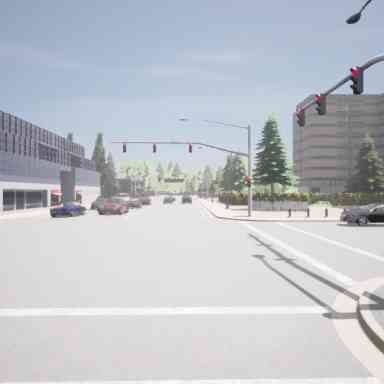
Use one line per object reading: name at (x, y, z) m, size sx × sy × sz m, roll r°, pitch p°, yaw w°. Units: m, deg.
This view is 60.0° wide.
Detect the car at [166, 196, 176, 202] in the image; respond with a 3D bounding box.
car at (-4.723, 1.509, 75.330) m, size 1.895 × 1.301 × 4.718 m, roll 0°, pitch 0°, yaw -1°

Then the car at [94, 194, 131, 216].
car at (-7.716, 1.352, 32.744) m, size 2.097 × 1.767 × 4.553 m, roll 0°, pitch 0°, yaw -1°

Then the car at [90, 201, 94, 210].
car at (-11.354, 1.507, 41.912) m, size 1.837 × 1.490 × 4.892 m, roll 0°, pitch -1°, yaw -1°

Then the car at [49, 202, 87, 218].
car at (-11.172, 1.601, 30.181) m, size 1.895 × 1.301 × 4.718 m, roll 0°, pitch 0°, yaw -1°

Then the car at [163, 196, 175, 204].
car at (-4.577, 1.547, 64.694) m, size 2.033 × 1.411 × 5.357 m, roll 0°, pitch 0°, yaw -1°

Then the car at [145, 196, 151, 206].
car at (-8.040, 1.477, 56.523) m, size 1.882 × 1.535 × 5.008 m, roll 0°, pitch 0°, yaw 0°

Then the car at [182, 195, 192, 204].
car at (-0.976, 1.506, 64.751) m, size 1.837 × 1.490 × 4.892 m, roll 0°, pitch 0°, yaw -1°

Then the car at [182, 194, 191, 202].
car at (-1.217, 1.355, 75.084) m, size 2.097 × 1.767 × 4.553 m, roll 0°, pitch 0°, yaw -1°

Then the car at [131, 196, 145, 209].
car at (-7.891, 1.564, 44.769) m, size 1.994 × 1.385 × 4.181 m, roll 0°, pitch 0°, yaw -1°

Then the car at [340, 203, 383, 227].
car at (12.501, 1.492, 22.300) m, size 4.902 × 1.511 × 2.128 m, roll 0°, pitch 0°, yaw -1°
